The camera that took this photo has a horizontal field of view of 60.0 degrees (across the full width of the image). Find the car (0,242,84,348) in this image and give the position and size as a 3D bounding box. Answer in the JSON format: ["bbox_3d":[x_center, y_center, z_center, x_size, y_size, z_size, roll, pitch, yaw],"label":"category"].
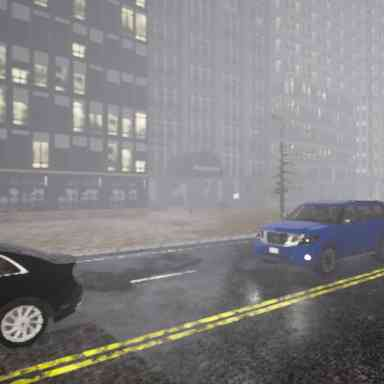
[{"bbox_3d":[-4.103,1.516,4.752,4.892,1.490,1.837,1,-1,-36],"label":"car"}]

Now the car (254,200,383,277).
[{"bbox_3d":[4.511,1.286,10.891,5.566,2.045,2.150,0,0,-36],"label":"car"}]
